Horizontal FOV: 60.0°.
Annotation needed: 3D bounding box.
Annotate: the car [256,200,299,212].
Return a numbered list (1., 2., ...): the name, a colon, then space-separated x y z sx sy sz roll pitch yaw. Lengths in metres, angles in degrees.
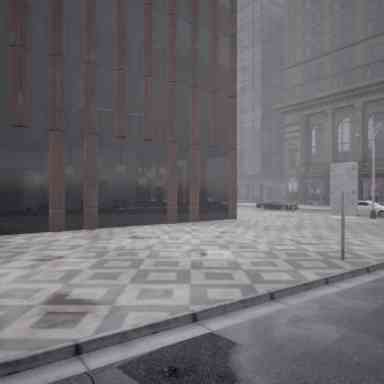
1. car: 9.488 1.521 37.063 1.895 1.301 4.718 0 0 -36

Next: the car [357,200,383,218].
1. car: 15.315 1.474 28.996 1.812 1.442 4.674 0 0 -37
